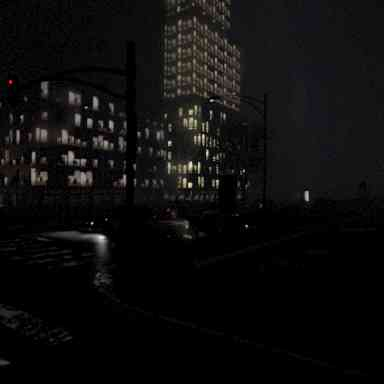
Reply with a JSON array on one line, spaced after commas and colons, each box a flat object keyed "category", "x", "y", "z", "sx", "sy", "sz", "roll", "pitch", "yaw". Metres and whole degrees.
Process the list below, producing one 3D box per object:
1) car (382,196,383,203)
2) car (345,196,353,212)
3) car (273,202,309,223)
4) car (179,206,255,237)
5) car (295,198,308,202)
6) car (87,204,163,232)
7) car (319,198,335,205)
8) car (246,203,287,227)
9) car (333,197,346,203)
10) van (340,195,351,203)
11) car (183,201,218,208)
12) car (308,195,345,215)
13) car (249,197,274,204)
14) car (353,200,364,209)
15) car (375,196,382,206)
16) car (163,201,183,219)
[{"category": "car", "x": 41.621, "y": 1.790, "z": 73.481, "sx": 2.192, "sy": 1.841, "sz": 5.009, "roll": 1, "pitch": 0, "yaw": 36}, {"category": "car", "x": 18.570, "y": 1.726, "z": 42.201, "sx": 1.967, "sy": 1.590, "sz": 4.097, "roll": 1, "pitch": 0, "yaw": 36}, {"category": "car", "x": 8.062, "y": 1.785, "z": 27.851, "sx": 1.802, "sy": 1.307, "sz": 4.206, "roll": 1, "pitch": 0, "yaw": 36}, {"category": "car", "x": 1.548, "y": 1.702, "z": 19.034, "sx": 2.008, "sy": 1.369, "sz": 4.403, "roll": 1, "pitch": 0, "yaw": 36}, {"category": "car", "x": 18.283, "y": 1.738, "z": 56.001, "sx": 1.752, "sy": 1.417, "sz": 4.829, "roll": 1, "pitch": 0, "yaw": 36}, {"category": "car", "x": -4.306, "y": 1.558, "z": 21.066, "sx": 1.837, "sy": 1.490, "sz": 4.892, "roll": 1, "pitch": 0, "yaw": 36}, {"category": "car", "x": 28.280, "y": 1.860, "z": 69.530, "sx": 1.947, "sy": 1.339, "sz": 4.313, "roll": 1, "pitch": 0, "yaw": 36}, {"category": "car", "x": 4.806, "y": 1.743, "z": 23.443, "sx": 1.947, "sy": 1.339, "sz": 4.313, "roll": 1, "pitch": 0, "yaw": 36}, {"category": "car", "x": 34.777, "y": 1.873, "z": 78.323, "sx": 1.752, "sy": 1.417, "sz": 4.829, "roll": 1, "pitch": 0, "yaw": 36}, {"category": "van", "x": 38.178, "y": 1.717, "z": 82.924, "sx": 1.690, "sy": 1.788, "sz": 3.998, "roll": 1, "pitch": 0, "yaw": 36}, {"category": "car", "x": 1.689, "y": 1.579, "z": 29.175, "sx": 1.882, "sy": 1.535, "sz": 5.008, "roll": 1, "pitch": 0, "yaw": 36}, {"category": "car", "x": 15.299, "y": 1.575, "z": 37.716, "sx": 2.192, "sy": 1.841, "sz": 5.009, "roll": 1, "pitch": 0, "yaw": 36}, {"category": "car", "x": 7.774, "y": 1.502, "z": 37.390, "sx": 2.097, "sy": 1.767, "sz": 4.553, "roll": 1, "pitch": 0, "yaw": 37}, {"category": "car", "x": 25.125, "y": 1.779, "z": 51.159, "sx": 1.967, "sy": 1.590, "sz": 4.097, "roll": 1, "pitch": 0, "yaw": 36}, {"category": "car", "x": 35.122, "y": 1.946, "z": 64.689, "sx": 1.752, "sy": 1.417, "sz": 4.829, "roll": 1, "pitch": 0, "yaw": 36}, {"category": "car", "x": -1.511, "y": 1.492, "z": 29.428, "sx": 1.967, "sy": 1.590, "sz": 4.097, "roll": 1, "pitch": 0, "yaw": 36}]
